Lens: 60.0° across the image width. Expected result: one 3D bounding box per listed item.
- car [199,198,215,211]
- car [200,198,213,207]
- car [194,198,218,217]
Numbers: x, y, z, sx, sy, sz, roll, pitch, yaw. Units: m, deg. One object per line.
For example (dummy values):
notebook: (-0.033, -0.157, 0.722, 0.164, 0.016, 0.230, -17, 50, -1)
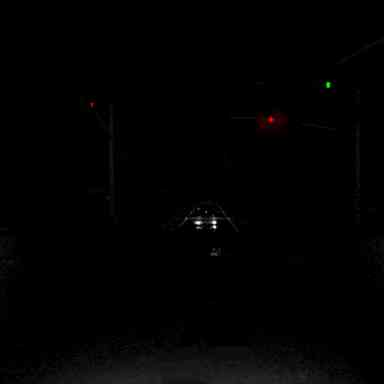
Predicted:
car: (1.792, 1.470, 40.684, 1.837, 1.490, 4.892, 0, 0, 3)
car: (2.285, 1.566, 50.821, 1.895, 1.301, 4.718, 0, 0, 3)
car: (1.361, 1.491, 31.529, 1.812, 1.442, 4.674, 0, 0, 3)
